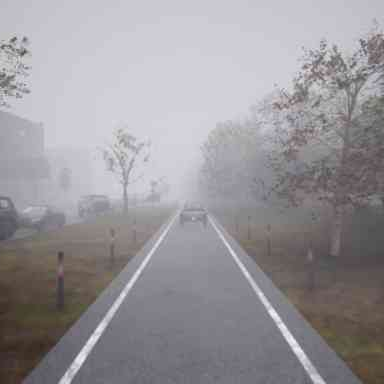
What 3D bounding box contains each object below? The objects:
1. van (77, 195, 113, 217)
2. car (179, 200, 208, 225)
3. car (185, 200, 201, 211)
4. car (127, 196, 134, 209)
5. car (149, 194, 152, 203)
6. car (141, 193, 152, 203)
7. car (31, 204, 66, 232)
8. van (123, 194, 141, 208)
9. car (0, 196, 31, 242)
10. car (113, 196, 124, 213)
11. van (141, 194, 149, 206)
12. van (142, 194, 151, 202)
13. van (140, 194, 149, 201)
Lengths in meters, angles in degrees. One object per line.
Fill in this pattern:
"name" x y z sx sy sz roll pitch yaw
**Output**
"van" -9.070 1.269 30.791 1.878 1.987 4.442 0 0 2
"car" 0.101 1.517 24.196 2.128 1.511 4.902 0 0 0
"car" 0.102 1.702 42.769 1.895 1.301 4.718 0 0 0
"car" -9.077 1.552 41.986 2.163 1.488 4.792 0 -1 -2
"car" -9.864 1.675 69.686 2.002 1.452 4.674 1 -1 -5
"car" -10.387 1.401 75.225 2.435 2.045 5.566 1 -1 -9
"car" -9.053 1.485 19.819 2.002 1.452 4.674 0 0 0
"van" -9.086 1.325 48.499 1.878 1.987 4.442 0 -1 -2
"car" -9.045 1.178 13.075 2.435 2.045 5.566 0 0 1
"car" -9.071 1.498 36.475 2.231 1.521 4.892 0 -1 -2
"van" -9.251 1.366 58.450 1.878 1.987 4.442 0 -1 -2
"van" -11.098 1.443 80.681 1.878 1.987 4.442 1 -1 -10
"van" -13.145 1.496 91.678 1.878 1.987 4.442 1 -2 -15
